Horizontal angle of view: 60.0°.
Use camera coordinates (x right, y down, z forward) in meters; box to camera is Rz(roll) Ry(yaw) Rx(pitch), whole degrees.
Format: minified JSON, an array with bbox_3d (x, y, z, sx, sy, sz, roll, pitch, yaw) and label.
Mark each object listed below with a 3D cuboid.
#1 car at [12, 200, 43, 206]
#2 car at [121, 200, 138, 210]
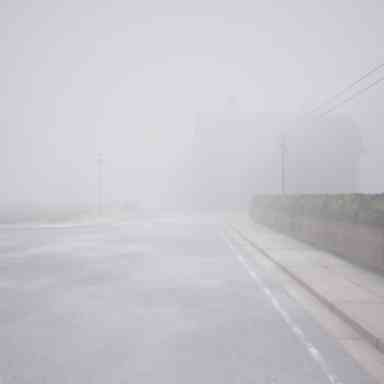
[{"bbox_3d":[-26.310,2.089,53.023,4.892,1.490,1.837,0,-1,0],"label":"car"},{"bbox_3d":[-9.720,2.042,51.706,2.128,1.511,4.902,0,-1,-23],"label":"car"}]
